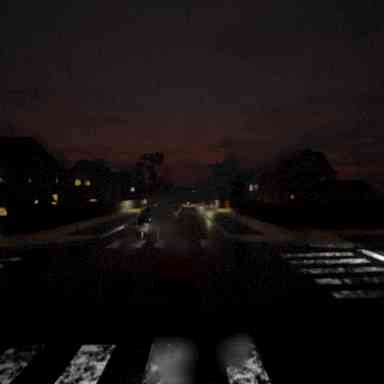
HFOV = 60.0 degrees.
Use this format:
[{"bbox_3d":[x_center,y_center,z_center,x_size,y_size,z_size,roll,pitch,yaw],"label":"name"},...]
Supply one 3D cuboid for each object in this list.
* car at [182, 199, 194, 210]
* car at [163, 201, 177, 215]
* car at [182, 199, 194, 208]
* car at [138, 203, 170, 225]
[{"bbox_3d":[-0.587,2.227,53.525,1.895,1.301,4.718,0,-1,-1],"label":"car"},{"bbox_3d":[-3.242,1.985,40.610,2.033,1.411,5.357,0,-1,-1],"label":"car"},{"bbox_3d":[-0.753,2.142,63.495,2.097,1.767,4.553,0,-1,-2],"label":"car"},{"bbox_3d":[-3.031,1.823,26.041,1.994,1.385,4.181,0,-1,-1],"label":"car"}]
